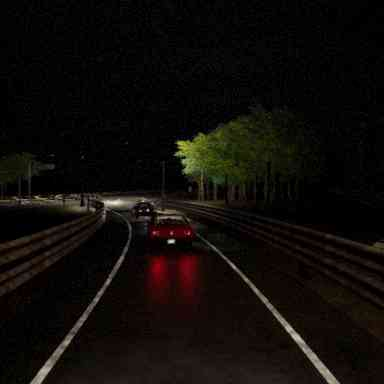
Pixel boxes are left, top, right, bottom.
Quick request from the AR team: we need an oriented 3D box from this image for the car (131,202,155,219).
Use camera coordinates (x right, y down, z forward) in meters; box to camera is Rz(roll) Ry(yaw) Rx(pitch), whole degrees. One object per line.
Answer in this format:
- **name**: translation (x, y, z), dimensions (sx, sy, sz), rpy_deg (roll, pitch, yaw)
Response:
- **car**: translation (-4.388, 1.625, 30.229), dimensions (2.033, 1.411, 5.357), rpy_deg (0, 0, -16)

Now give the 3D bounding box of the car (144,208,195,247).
- **car**: translation (-1.109, 1.636, 15.128), dimensions (1.895, 1.301, 4.718), rpy_deg (0, 0, -8)
